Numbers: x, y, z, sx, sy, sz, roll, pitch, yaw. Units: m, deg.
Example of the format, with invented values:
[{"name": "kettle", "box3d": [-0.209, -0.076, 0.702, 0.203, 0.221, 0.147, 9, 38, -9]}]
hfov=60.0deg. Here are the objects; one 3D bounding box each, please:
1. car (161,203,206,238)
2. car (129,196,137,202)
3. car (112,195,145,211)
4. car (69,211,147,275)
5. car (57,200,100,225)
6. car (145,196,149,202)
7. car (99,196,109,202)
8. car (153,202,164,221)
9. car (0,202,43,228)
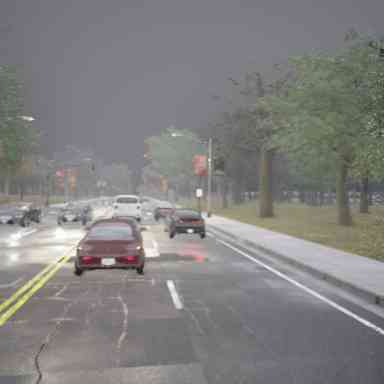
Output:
[{"name": "car", "box3d": [-0.463, 1.622, 18.290, 1.837, 1.490, 4.892, 1, 0, -9]}, {"name": "car", "box3d": [-15.005, 1.780, 84.298, 1.882, 1.535, 5.008, 1, 0, -10]}, {"name": "car", "box3d": [-5.176, 1.295, 26.729, 2.150, 2.045, 5.566, 1, 0, -10]}, {"name": "car", "box3d": [-2.427, 1.545, 10.412, 1.812, 1.442, 4.674, 1, 0, -10]}, {"name": "car", "box3d": [-8.104, 1.479, 23.442, 2.128, 1.511, 4.902, 1, -1, -9]}, {"name": "car", "box3d": [-11.802, 1.916, 84.838, 2.033, 1.411, 5.357, 1, 0, -10]}, {"name": "car", "box3d": [-20.380, 1.651, 77.093, 1.812, 1.442, 4.674, 1, 0, -10]}, {"name": "car", "box3d": [-2.280, 1.641, 28.462, 2.128, 1.511, 4.902, 1, 0, -10]}, {"name": "car", "box3d": [-11.047, 1.401, 21.324, 2.128, 1.511, 4.902, 1, -1, -9]}]
